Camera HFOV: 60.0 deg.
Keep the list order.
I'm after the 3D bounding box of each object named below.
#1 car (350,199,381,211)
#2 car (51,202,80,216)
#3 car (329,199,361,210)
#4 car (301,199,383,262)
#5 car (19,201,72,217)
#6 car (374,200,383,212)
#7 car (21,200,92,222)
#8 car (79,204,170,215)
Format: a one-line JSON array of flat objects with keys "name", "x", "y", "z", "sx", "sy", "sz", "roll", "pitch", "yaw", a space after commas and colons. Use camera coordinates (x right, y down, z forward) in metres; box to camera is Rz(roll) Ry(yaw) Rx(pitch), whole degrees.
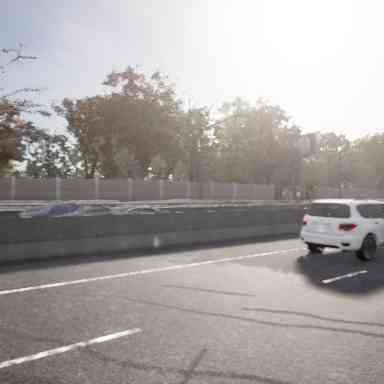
[{"name": "car", "x": 25.020, "y": 1.825, "z": 47.933, "sx": 5.008, "sy": 1.535, "sz": 1.882, "roll": 1, "pitch": 0, "yaw": -35}, {"name": "car", "x": -6.313, "y": 1.551, "z": 21.043, "sx": 4.181, "sy": 1.385, "sz": 1.994, "roll": 1, "pitch": 0, "yaw": -36}, {"name": "car", "x": 23.657, "y": 1.890, "z": 51.257, "sx": 5.357, "sy": 1.411, "sz": 2.033, "roll": 1, "pitch": 0, "yaw": -35}, {"name": "car", "x": 6.538, "y": 1.308, "z": 12.810, "sx": 5.566, "sy": 2.045, "sz": 2.150, "roll": 1, "pitch": 0, "yaw": -36}, {"name": "car", "x": -9.172, "y": 1.514, "z": 23.299, "sx": 5.357, "sy": 1.411, "sz": 2.033, "roll": 1, "pitch": 0, "yaw": -36}, {"name": "car", "x": 26.761, "y": 1.834, "z": 44.892, "sx": 5.008, "sy": 1.535, "sz": 1.882, "roll": 1, "pitch": 0, "yaw": -36}, {"name": "car", "x": -10.718, "y": 1.451, "z": 26.497, "sx": 4.902, "sy": 1.511, "sz": 2.128, "roll": 1, "pitch": 0, "yaw": -36}, {"name": "car", "x": -3.428, "y": 1.500, "z": 18.810, "sx": 4.902, "sy": 1.511, "sz": 2.128, "roll": 1, "pitch": 0, "yaw": -36}]
